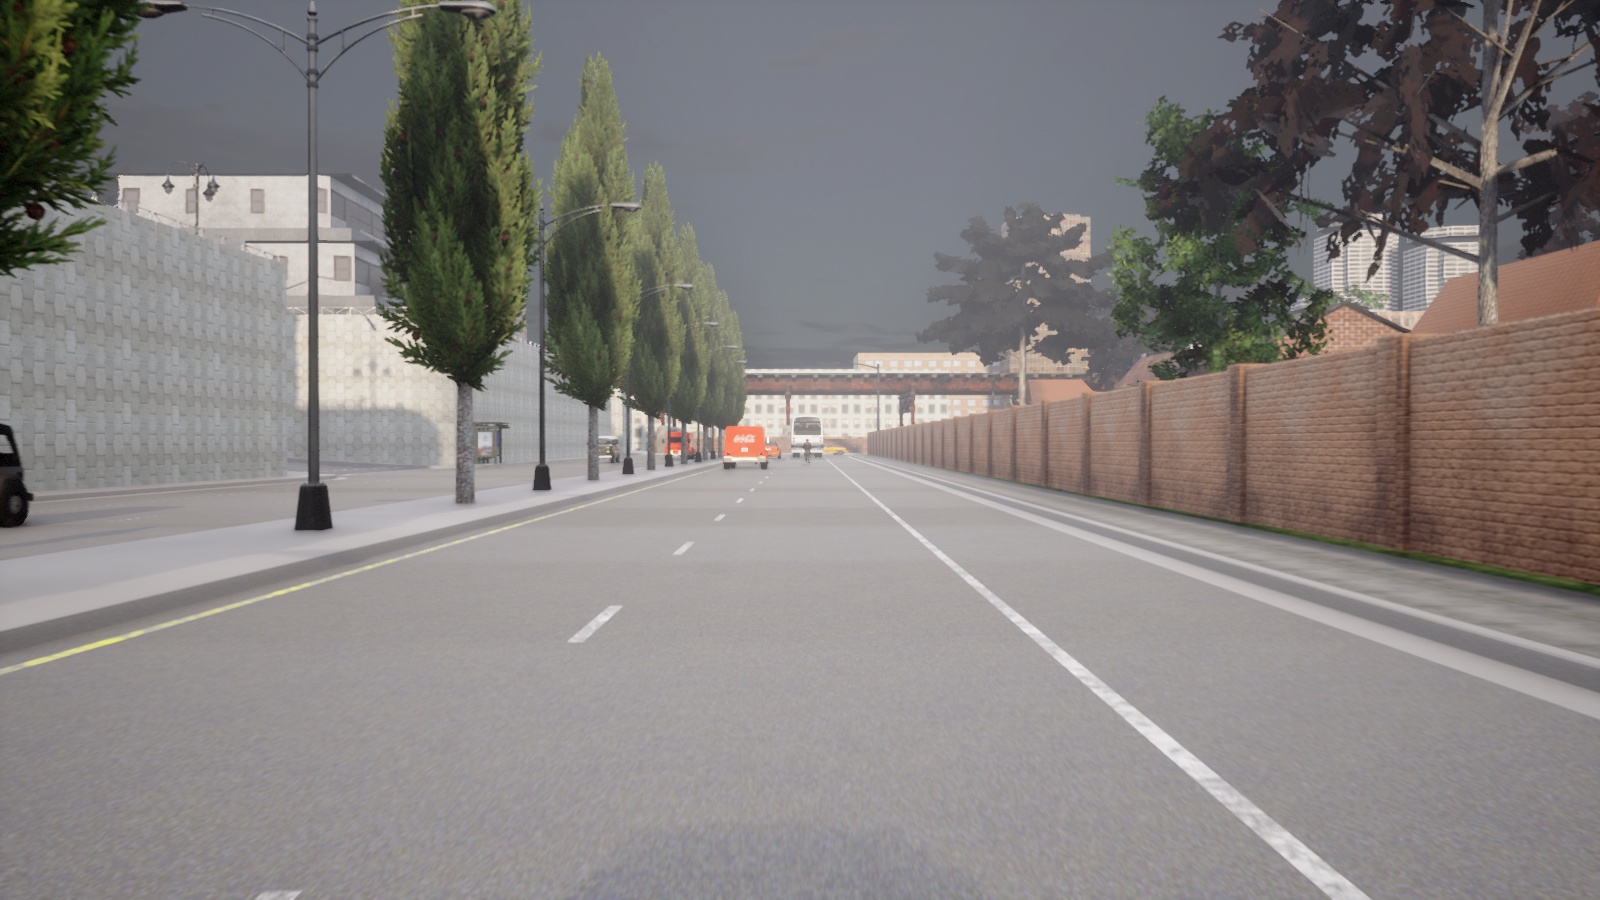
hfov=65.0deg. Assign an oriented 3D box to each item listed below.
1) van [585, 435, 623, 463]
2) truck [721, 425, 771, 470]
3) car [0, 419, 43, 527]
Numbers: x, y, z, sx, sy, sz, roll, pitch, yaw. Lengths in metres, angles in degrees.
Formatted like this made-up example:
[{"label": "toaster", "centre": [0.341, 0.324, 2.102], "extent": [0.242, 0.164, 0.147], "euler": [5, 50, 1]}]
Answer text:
[{"label": "van", "centre": [-14.458, -0.064, 92.663], "extent": [2.069, 2.038, 4.480], "euler": [0, 0, 0]}, {"label": "truck", "centre": [-3.071, -0.152, 72.649], "extent": [2.627, 2.467, 5.204], "euler": [0, 0, 0]}, {"label": "car", "centre": [-14.865, 0.411, 21.142], "extent": [1.905, 1.878, 3.866], "euler": [0, 0, 0]}]
